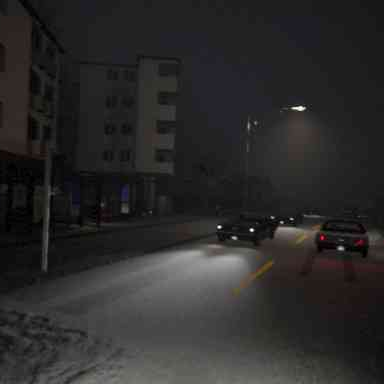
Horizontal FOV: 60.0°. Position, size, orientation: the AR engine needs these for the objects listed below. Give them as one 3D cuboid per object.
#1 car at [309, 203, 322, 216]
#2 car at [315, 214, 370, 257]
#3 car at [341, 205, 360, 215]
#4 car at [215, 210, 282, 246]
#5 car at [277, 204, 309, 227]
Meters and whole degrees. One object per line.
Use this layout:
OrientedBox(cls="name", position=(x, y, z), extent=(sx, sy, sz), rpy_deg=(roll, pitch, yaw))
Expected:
OrientedBox(cls="car", position=(15.111, 2.092, 41.326), extent=(2.033, 1.411, 5.357), rpy_deg=(3, 0, 26))
OrientedBox(cls="car", position=(6.553, 1.847, 14.371), extent=(1.895, 1.301, 4.718), rpy_deg=(3, 0, 27))
OrientedBox(cls="car", position=(18.725, 2.259, 39.373), extent=(2.033, 1.411, 5.357), rpy_deg=(3, 0, 26))
OrientedBox(cls="car", position=(2.775, 1.674, 16.098), extent=(1.895, 1.301, 4.718), rpy_deg=(3, 0, 26))
OrientedBox(cls="car", position=(7.501, 1.800, 25.838), extent=(2.033, 1.411, 5.357), rpy_deg=(3, 0, 26))
